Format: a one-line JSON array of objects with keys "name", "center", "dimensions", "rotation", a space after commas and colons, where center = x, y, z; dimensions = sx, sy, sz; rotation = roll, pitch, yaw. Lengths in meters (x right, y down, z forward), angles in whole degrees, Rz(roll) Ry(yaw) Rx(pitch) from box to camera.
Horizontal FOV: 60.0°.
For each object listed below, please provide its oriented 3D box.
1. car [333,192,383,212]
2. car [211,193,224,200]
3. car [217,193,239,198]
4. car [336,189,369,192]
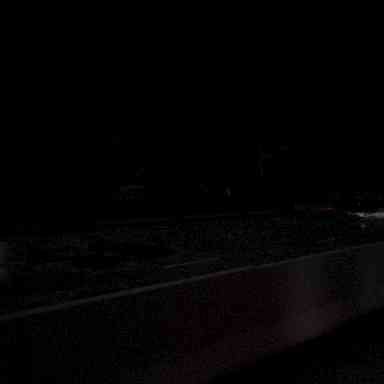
[{"name": "car", "center": [15.474, 1.044, 31.776], "dimensions": [1.882, 1.535, 5.008], "rotation": [0, 0, -8]}, {"name": "car", "center": [5.436, 0.874, 70.323], "dimensions": [1.994, 1.385, 4.181], "rotation": [-1, 1, -6]}, {"name": "car", "center": [4.925, 1.137, 50.142], "dimensions": [1.895, 1.301, 4.718], "rotation": [-1, 1, -35]}, {"name": "car", "center": [18.684, 0.705, 37.165], "dimensions": [2.150, 2.045, 5.566], "rotation": [-1, 0, -39]}]
